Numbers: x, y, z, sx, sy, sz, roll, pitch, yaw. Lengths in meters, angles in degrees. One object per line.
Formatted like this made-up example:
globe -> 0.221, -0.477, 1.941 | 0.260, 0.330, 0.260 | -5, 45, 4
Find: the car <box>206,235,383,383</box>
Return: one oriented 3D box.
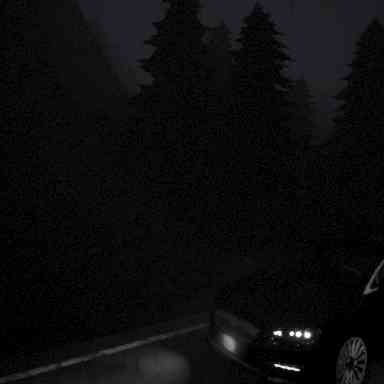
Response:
car -> 2.486, 1.479, 5.177 | 4.902, 1.511, 2.128 | 0, 0, -33
